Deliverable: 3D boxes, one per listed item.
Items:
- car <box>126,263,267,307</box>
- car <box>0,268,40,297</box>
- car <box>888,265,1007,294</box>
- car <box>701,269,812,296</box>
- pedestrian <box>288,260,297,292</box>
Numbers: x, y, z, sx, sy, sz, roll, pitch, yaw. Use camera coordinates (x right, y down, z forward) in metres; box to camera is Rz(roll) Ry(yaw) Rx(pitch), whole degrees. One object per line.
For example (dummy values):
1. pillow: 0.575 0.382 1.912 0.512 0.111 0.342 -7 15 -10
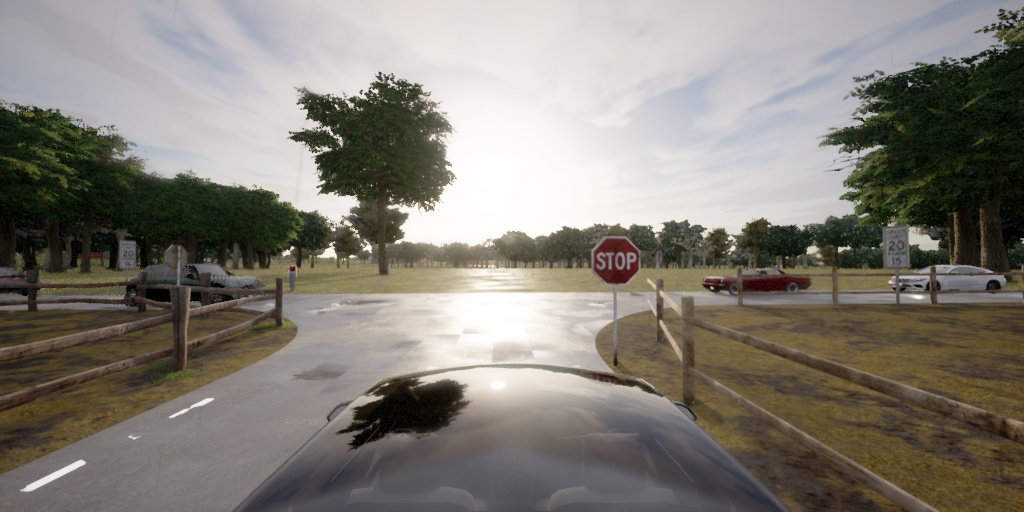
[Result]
1. car: -12.632 1.081 14.595 4.553 1.767 2.097 0 -1 1
2. car: -26.053 1.294 17.284 4.902 1.511 2.128 0 -1 -2
3. car: 22.623 1.191 18.710 4.674 1.442 1.812 0 -1 2
4. car: 12.467 1.318 18.519 4.718 1.301 1.895 0 -1 -3
5. pedestrian: -12.744 1.140 20.770 0.375 1.860 0.375 0 -1 -2
